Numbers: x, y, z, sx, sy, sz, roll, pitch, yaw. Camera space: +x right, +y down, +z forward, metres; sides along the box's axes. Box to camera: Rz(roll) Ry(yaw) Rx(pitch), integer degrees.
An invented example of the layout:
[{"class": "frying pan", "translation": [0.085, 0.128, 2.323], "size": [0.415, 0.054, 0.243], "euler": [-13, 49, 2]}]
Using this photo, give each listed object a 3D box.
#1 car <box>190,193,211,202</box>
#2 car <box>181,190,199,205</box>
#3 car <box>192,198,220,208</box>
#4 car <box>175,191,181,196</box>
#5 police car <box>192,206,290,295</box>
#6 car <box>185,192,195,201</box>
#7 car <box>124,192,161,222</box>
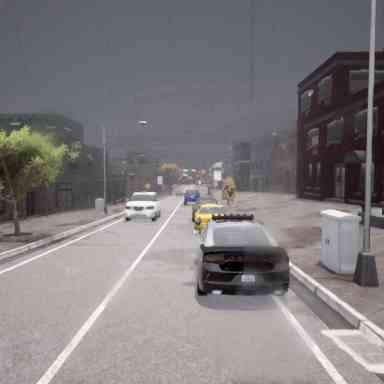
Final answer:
[{"class": "car", "translation": [1.056, 1.172, 24.658], "size": [2.097, 1.767, 4.553], "euler": [0, 1, 0]}, {"class": "car", "translation": [0.028, 0.712, 45.854], "size": [2.150, 2.045, 5.566], "euler": [0, 1, 0]}, {"class": "car", "translation": [1.055, 1.347, 18.875], "size": [1.801, 1.575, 5.366], "euler": [0, 1, 0]}, {"class": "car", "translation": [-3.419, 0.396, 90.468], "size": [1.837, 1.490, 4.892], "euler": [0, 0, 0]}, {"class": "police car", "translation": [1.052, 1.397, 8.791], "size": [1.930, 1.638, 5.238], "euler": [0, 0, 0]}, {"class": "car", "translation": [-0.327, 0.812, 59.355], "size": [1.812, 1.442, 4.674], "euler": [0, 1, 0]}, {"class": "car", "translation": [-3.593, 1.038, 25.054], "size": [2.150, 2.045, 5.566], "euler": [0, 1, 0]}]
